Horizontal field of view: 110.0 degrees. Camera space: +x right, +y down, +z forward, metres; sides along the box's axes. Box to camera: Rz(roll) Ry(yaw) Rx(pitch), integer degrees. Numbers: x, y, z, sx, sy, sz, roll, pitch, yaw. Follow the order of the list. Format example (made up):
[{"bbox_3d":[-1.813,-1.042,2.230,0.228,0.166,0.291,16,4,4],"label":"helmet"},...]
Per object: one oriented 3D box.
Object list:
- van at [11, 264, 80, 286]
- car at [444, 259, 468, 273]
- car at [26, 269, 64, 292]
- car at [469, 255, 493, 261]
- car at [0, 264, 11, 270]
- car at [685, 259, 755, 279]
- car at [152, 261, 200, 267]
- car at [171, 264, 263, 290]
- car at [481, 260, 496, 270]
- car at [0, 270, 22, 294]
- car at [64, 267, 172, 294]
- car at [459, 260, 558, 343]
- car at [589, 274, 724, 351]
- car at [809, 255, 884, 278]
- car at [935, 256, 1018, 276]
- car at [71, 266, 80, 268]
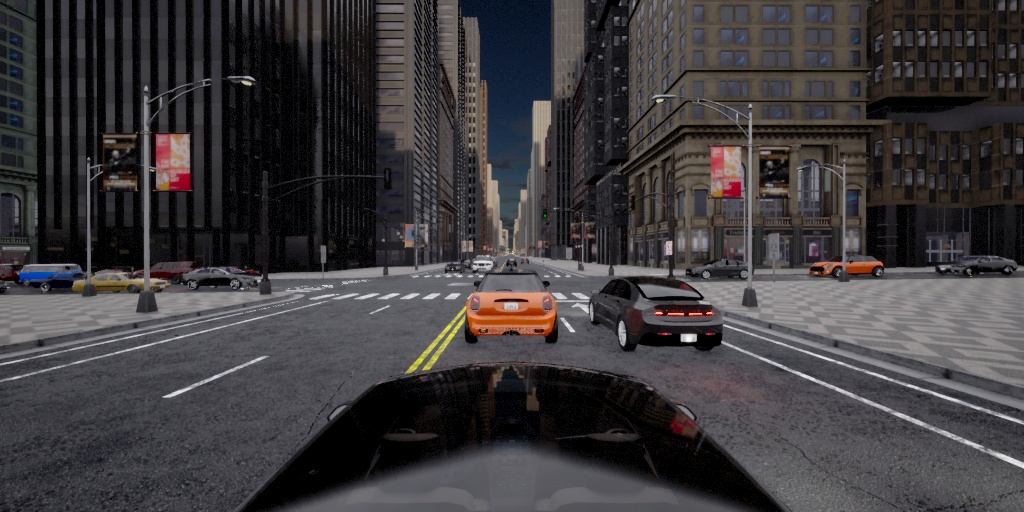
[{"bbox_3d":[-39.307,1.578,30.578,3.998,1.789,1.690,0,0,0],"label":"van"},{"bbox_3d":[-6.703,1.295,42.409,1.994,1.385,4.181,0,0,0],"label":"car"},{"bbox_3d":[-29.677,1.733,24.701,4.718,1.301,1.895,-1,0,0],"label":"car"},{"bbox_3d":[-3.456,0.951,43.252,2.150,2.045,5.566,0,0,0],"label":"car"},{"bbox_3d":[-44.394,1.621,30.583,5.009,1.841,2.192,0,0,0],"label":"car"},{"bbox_3d":[16.121,1.003,27.941,4.892,1.490,1.837,-1,0,0],"label":"car"},{"bbox_3d":[-29.133,1.414,30.570,5.009,1.841,2.192,0,0,0],"label":"car"},{"bbox_3d":[-19.841,1.490,24.677,4.902,1.511,2.128,-1,0,1],"label":"car"},{"bbox_3d":[-3.465,1.284,53.224,1.994,1.385,4.181,0,0,1],"label":"car"},{"bbox_3d":[-33.825,1.751,22.035,4.403,1.370,2.007,0,0,0],"label":"car"},{"bbox_3d":[-23.884,1.592,22.038,4.829,1.417,1.751,0,0,0],"label":"car"},{"bbox_3d":[-0.008,1.101,9.858,2.097,1.767,4.553,0,0,0],"label":"car"},{"bbox_3d":[3.234,1.254,8.998,1.837,1.490,4.892,0,0,0],"label":"car"},{"bbox_3d":[25.949,0.719,27.946,4.553,1.767,2.097,-1,0,0],"label":"car"},{"bbox_3d":[36.085,0.723,27.949,4.902,1.511,2.128,-1,0,0],"label":"car"},{"bbox_3d":[-34.220,1.751,30.574,4.207,1.307,1.802,0,0,0],"label":"car"}]
